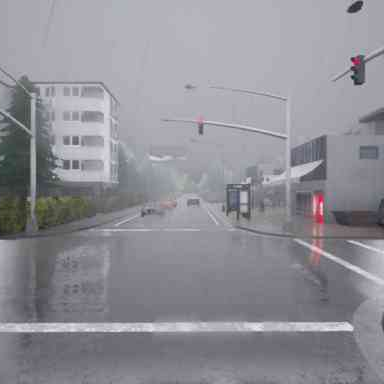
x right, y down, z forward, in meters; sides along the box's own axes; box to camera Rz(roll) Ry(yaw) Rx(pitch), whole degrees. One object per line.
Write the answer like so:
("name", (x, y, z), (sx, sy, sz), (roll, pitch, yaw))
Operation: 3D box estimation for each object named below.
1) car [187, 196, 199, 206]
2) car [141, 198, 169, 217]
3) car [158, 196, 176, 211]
("car", (0.241, 1.477, 53.920), (1.882, 1.535, 5.008), (0, 0, 1))
("car", (-3.522, 1.564, 30.989), (1.994, 1.385, 4.181), (0, 0, 0))
("car", (-3.490, 1.352, 40.690), (2.097, 1.767, 4.553), (0, 0, 0))
